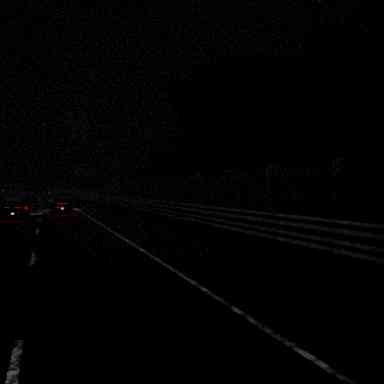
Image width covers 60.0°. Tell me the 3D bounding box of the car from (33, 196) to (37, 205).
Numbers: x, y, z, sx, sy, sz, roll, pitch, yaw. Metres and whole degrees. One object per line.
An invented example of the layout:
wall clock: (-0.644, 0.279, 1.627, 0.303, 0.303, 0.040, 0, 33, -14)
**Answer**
car: (-24.554, 1.293, 50.361, 1.895, 1.301, 4.718, -1, 0, -24)

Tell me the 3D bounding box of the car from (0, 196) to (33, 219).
car: (-13.789, 1.253, 26.055, 1.837, 1.490, 4.892, -1, 1, -24)

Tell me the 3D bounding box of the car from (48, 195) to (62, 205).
car: (-21.345, 1.209, 51.756, 1.994, 1.385, 4.181, -1, 0, -24)

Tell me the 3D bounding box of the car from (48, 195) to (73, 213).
car: (-12.585, 1.167, 32.008, 1.837, 1.490, 4.892, -1, 1, -24)
